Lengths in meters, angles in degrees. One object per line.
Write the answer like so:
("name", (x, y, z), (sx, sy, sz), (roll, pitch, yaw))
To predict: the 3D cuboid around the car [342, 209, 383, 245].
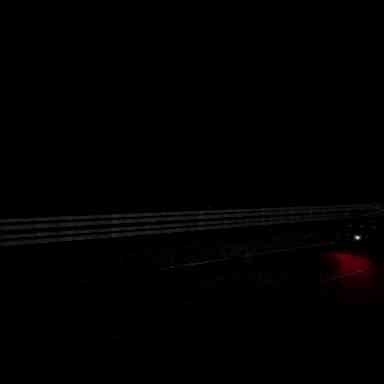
("car", (8.274, 1.497, 14.063), (4.892, 1.490, 1.837), (1, 0, -36))
